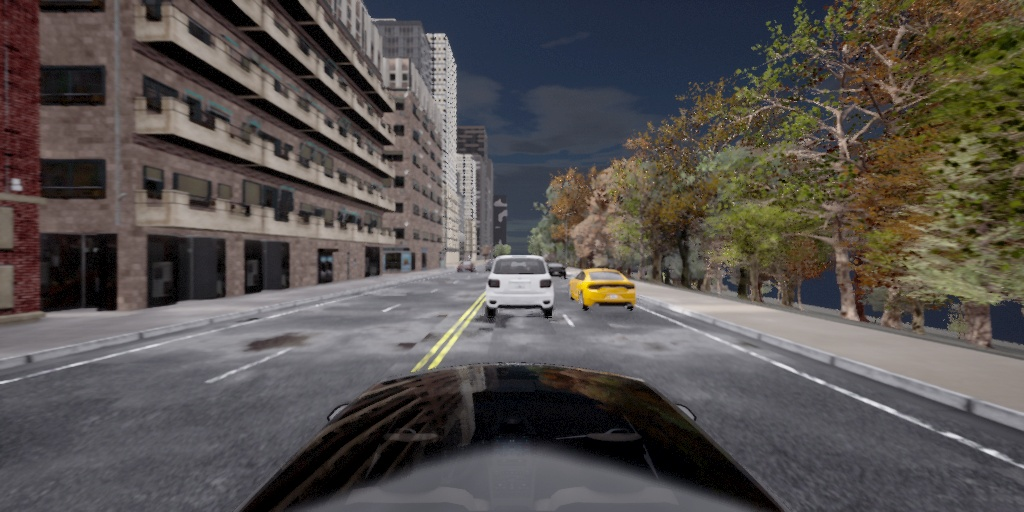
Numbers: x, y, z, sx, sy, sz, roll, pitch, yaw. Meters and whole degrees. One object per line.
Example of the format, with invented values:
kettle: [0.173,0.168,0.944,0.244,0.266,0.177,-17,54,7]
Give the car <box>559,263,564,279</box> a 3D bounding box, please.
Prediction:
car: [3.852,1.313,33.193,1.882,1.535,5.008,0,0,1]

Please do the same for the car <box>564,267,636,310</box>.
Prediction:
car: [3.552,1.262,14.841,1.882,1.535,5.008,0,0,1]

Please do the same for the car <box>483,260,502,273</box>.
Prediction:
car: [-2.538,1.370,47.656,2.128,1.511,4.902,0,0,1]

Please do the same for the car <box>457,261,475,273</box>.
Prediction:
car: [-5.833,1.397,45.884,1.812,1.442,4.674,0,0,1]

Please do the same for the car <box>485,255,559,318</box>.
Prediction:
car: [0.276,1.001,13.309,2.150,2.045,5.566,0,0,1]
